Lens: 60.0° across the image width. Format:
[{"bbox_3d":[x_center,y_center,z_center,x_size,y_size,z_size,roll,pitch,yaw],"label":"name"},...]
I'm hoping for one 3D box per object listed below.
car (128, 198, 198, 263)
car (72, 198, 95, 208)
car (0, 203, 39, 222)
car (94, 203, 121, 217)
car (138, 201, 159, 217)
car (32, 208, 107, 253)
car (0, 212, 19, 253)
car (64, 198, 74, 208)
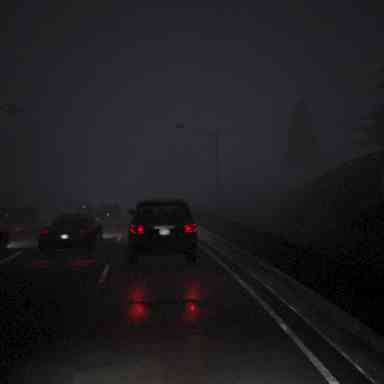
[{"bbox_3d":[-1.142,1.232,12.196,2.150,2.045,5.566,0,0,-8],"label":"car"},{"bbox_3d":[-12.705,1.674,39.931,1.994,1.385,4.181,-1,0,-10],"label":"car"},{"bbox_3d":[-14.150,1.603,27.310,1.882,1.535,5.008,-1,0,-9],"label":"car"},{"bbox_3d":[-7.717,1.667,31.356,1.895,1.301,4.718,-1,0,-9],"label":"car"},{"bbox_3d":[-4.349,1.636,32.445,1.895,1.301,4.718,-1,0,-9],"label":"car"},{"bbox_3d":[-4.960,1.607,14.121,1.994,1.385,4.181,0,0,-9],"label":"car"},{"bbox_3d":[-7.721,1.616,10.877,2.033,1.411,5.357,0,0,-11],"label":"car"},{"bbox_3d":[-18.204,1.684,50.378,1.812,1.442,4.674,-1,0,-11],"label":"car"}]
